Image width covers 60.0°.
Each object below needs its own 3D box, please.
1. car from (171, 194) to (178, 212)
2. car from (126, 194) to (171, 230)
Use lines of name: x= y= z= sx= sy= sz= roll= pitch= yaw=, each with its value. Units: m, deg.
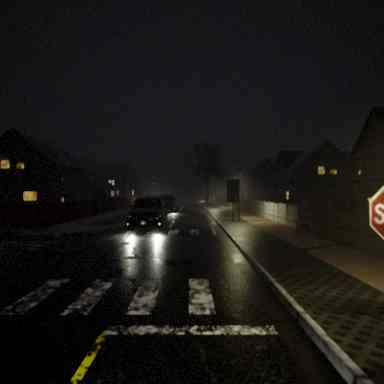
car: x=-2.850 y=1.284 z=39.037 sx=2.150 sy=2.045 sz=5.566 roll=0 pitch=2 yaw=0
car: x=-2.795 y=1.330 z=21.703 sx=2.150 sy=2.045 sz=5.566 roll=0 pitch=2 yaw=0
